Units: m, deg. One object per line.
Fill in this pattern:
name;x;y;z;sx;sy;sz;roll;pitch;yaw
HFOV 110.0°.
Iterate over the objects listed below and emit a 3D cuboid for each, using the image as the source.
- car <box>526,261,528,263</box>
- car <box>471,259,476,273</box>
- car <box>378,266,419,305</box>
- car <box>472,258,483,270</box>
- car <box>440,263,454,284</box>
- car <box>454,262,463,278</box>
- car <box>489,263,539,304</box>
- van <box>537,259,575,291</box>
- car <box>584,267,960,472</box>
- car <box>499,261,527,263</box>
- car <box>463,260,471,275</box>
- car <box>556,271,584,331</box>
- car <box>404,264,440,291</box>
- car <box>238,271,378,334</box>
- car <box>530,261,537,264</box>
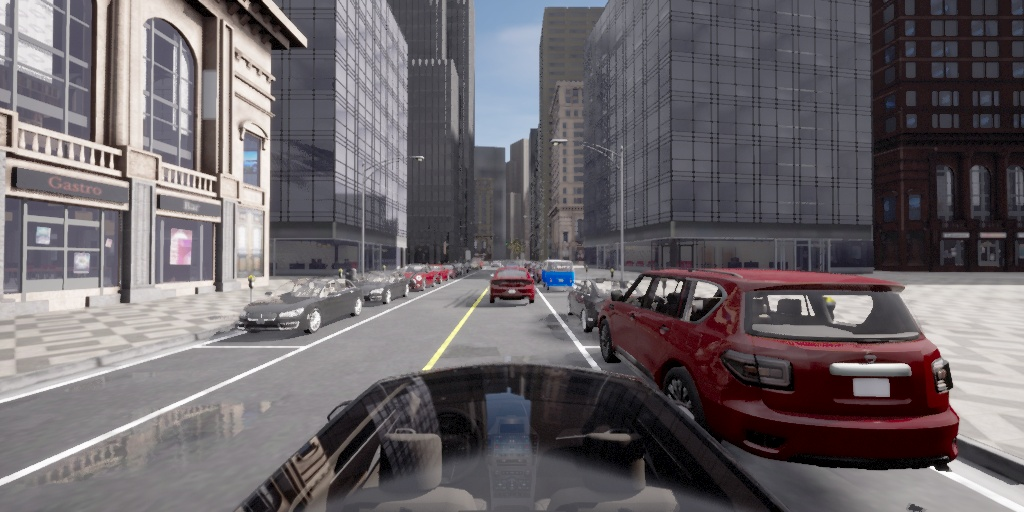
car;2.668;1.405;43.278;1.802;1.307;4.207;0;0;0
car;-5.857;1.389;43.282;1.948;1.339;4.313;0;0;0
car;-5.857;1.306;15.988;2.007;1.370;4.403;0;0;0
car;-5.857;1.397;54.029;1.751;1.417;4.829;0;0;0
car;-5.857;1.318;26.905;1.888;1.381;4.507;0;0;0
car;-5.857;1.369;32.364;1.802;1.307;4.207;0;0;0
car;0.000;1.243;16.501;1.882;1.535;5.008;0;0;0
van;2.669;1.104;21.441;1.690;1.789;3.998;0;0;0
car;2.669;1.065;5.061;2.192;1.841;5.009;0;0;0
car;0.000;1.358;31.502;1.994;1.385;4.181;0;0;0
car;-5.857;1.354;37.823;2.007;1.370;4.403;0;0;0
car;2.669;1.302;10.521;2.007;1.370;4.403;0;0;0
car;-5.857;1.203;21.446;1.967;1.591;4.097;0;0;0
car;-5.857;1.302;10.528;2.007;1.370;4.403;0;0;0
car;2.669;1.213;26.900;1.967;1.591;4.097;0;0;0
